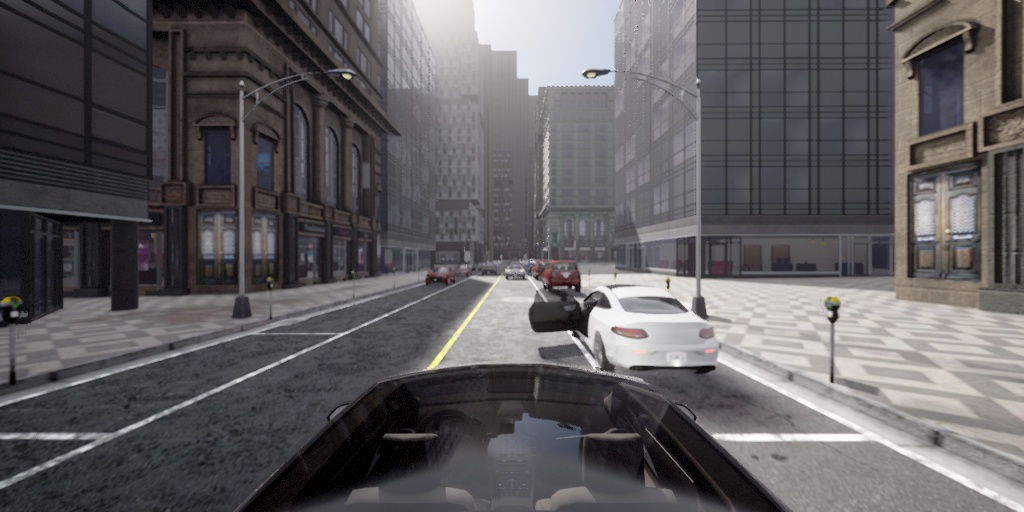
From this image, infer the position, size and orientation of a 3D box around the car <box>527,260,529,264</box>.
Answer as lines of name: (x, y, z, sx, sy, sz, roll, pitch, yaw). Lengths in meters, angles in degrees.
car: (3.200, 1.642, 50.461, 1.802, 1.307, 4.207, 0, 0, 0)

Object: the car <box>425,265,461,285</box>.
car: (-5.479, 1.481, 27.922, 1.888, 1.381, 4.507, 0, 0, 0)

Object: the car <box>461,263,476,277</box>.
car: (-5.402, 1.589, 39.220, 1.802, 1.307, 4.207, 0, 0, 0)

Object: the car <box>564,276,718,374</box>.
car: (2.401, 1.312, 7.507, 1.812, 1.442, 4.674, 0, 0, 0)

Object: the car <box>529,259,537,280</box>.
car: (3.084, 1.274, 33.515, 2.192, 1.841, 5.009, 0, 0, 0)

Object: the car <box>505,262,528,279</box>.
car: (0.318, 1.578, 35.703, 1.895, 1.301, 4.718, 0, 0, 1)

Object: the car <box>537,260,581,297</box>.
car: (3.007, 1.201, 22.218, 2.192, 1.841, 5.009, 0, 0, 0)

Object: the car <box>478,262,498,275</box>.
car: (-2.702, 1.583, 44.748, 2.033, 1.411, 5.357, 0, 0, 1)

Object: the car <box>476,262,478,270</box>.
car: (-5.286, 1.668, 56.168, 1.948, 1.339, 4.313, 0, 0, 0)
